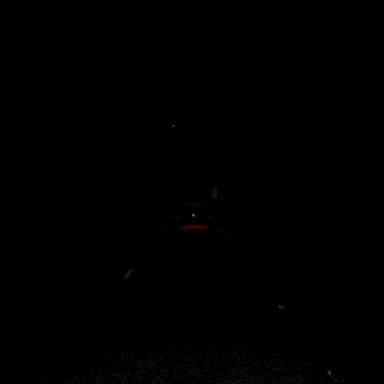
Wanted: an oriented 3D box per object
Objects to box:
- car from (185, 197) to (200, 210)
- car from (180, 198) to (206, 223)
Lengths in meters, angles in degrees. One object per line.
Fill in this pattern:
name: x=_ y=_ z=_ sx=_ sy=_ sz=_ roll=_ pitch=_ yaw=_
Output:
car: x=0.090 y=1.491 z=42.887 sx=1.837 sy=1.490 sz=4.892 roll=0 pitch=0 yaw=0
car: x=0.093 y=1.470 z=25.569 sx=1.882 sy=1.535 sz=5.008 roll=0 pitch=0 yaw=0
